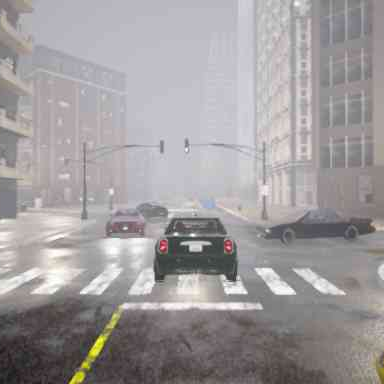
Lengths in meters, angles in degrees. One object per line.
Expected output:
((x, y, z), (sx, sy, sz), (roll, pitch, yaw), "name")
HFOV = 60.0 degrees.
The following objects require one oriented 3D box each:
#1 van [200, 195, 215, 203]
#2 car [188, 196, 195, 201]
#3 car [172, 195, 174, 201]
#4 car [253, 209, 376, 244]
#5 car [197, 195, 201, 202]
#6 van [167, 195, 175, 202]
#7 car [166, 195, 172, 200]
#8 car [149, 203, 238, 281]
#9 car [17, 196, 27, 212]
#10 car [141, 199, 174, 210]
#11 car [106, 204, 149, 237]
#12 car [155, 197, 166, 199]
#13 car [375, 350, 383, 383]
((2.569, 1.478, 50.020), (1.690, 1.788, 3.998), (0, 0, 0), "van")
((-0.001, 1.803, 90.649), (1.882, 1.535, 5.008), (0, 0, 0), "car")
((-5.313, 1.772, 66.677), (1.947, 1.339, 4.313), (0, 0, 0), "car")
((5.602, 1.507, 15.345), (5.357, 1.411, 2.033), (-1, 0, -9), "car")
((2.567, 1.776, 72.229), (1.887, 1.381, 4.507), (0, 0, 0), "car")
((-5.313, 1.626, 83.334), (1.690, 1.788, 3.998), (0, 0, 0), "van")
((-5.312, 1.621, 61.125), (1.967, 1.590, 4.097), (0, 0, 0), "car")
((0.095, 1.372, 10.084), (2.097, 1.767, 4.553), (0, 0, 0), "car")
((-23.122, 1.507, 42.381), (5.566, 2.045, 2.150), (-1, -1, 40), "car")
((-3.753, 1.595, 29.009), (1.812, 1.442, 4.674), (1, -1, -32), "car")
((-3.546, 1.605, 18.391), (1.994, 1.385, 4.181), (0, 0, -8), "car")
((-5.312, 1.661, 49.850), (1.752, 1.417, 4.829), (0, 0, 0), "car")
((2.570, 1.528, 1.195), (1.752, 1.417, 4.829), (0, 0, 0), "car")
